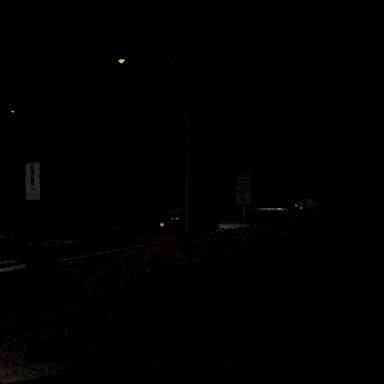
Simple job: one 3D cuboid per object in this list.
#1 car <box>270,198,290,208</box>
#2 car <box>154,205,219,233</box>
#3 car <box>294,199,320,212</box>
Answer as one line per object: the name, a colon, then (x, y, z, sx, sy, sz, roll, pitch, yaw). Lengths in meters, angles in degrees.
car: (13.068, 1.614, 49.094, 1.812, 1.442, 4.674, -1, -1, 35)
car: (-0.222, 1.498, 19.095, 1.812, 1.442, 4.674, -1, 0, 35)
car: (13.188, 1.529, 38.020, 1.812, 1.442, 4.674, -1, -1, 35)
